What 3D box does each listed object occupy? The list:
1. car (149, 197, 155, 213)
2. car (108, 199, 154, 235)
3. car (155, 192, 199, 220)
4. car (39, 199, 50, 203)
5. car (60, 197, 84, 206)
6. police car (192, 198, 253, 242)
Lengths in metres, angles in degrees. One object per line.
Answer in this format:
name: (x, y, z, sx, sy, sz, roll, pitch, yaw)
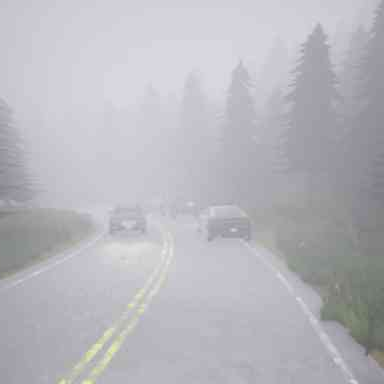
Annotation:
car: (-3.500, 1.238, 32.036, 1.812, 1.442, 4.674, -2, 1, -27)
car: (-3.433, 1.366, 17.996, 2.128, 1.511, 4.902, 0, 0, -11)
car: (-0.992, 0.985, 26.214, 2.150, 2.045, 5.566, -1, 1, -19)
car: (-27.365, 1.603, 58.887, 4.718, 1.301, 1.895, -1, 4, 33)
car: (-17.557, 1.466, 48.548, 1.895, 1.301, 4.718, -4, 2, -42)
police car: (1.397, 1.304, 15.987, 1.930, 1.638, 5.238, 0, 1, -6)
